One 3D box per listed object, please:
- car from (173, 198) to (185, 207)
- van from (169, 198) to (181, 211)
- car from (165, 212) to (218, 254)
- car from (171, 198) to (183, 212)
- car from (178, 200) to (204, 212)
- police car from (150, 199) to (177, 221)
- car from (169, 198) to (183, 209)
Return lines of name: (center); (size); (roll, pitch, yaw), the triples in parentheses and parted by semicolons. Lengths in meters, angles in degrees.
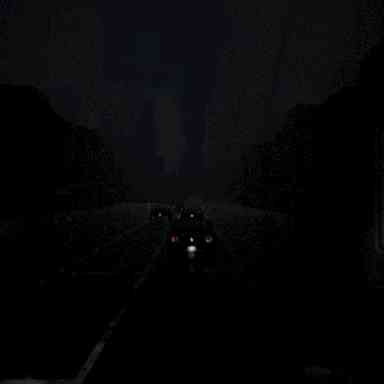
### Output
car: (-2.643, 2.113, 68.256); (2.192, 1.841, 5.009); (0, -1, 0)
van: (-2.639, 1.915, 51.416); (1.690, 1.788, 3.998); (0, -1, 0)
car: (0.001, 1.744, 14.120); (1.895, 1.301, 4.718); (0, -1, 0)
car: (-2.638, 1.818, 45.802); (2.192, 1.841, 5.009); (0, -1, 0)
car: (0.004, 1.788, 29.488); (1.882, 1.535, 5.008); (0, 0, 0)
police car: (-2.754, 1.753, 31.001); (1.930, 1.638, 5.238); (0, -1, 0)
car: (-2.641, 1.962, 57.029); (2.192, 1.841, 5.009); (0, -1, 0)
